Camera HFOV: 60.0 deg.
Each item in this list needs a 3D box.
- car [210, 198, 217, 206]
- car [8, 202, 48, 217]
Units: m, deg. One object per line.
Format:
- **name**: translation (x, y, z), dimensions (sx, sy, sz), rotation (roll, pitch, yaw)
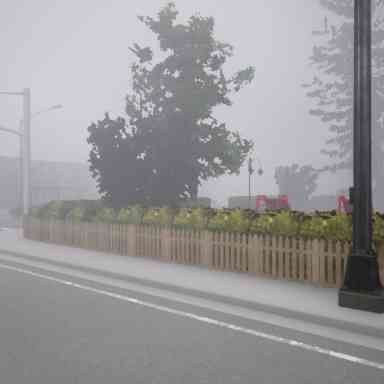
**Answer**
- **car**: translation (2.048, 1.601, 52.838), dimensions (1.895, 1.301, 4.718), rotation (0, 0, 36)
- **car**: translation (-14.002, 1.600, 30.308), dimensions (1.895, 1.301, 4.718), rotation (0, 0, 35)
